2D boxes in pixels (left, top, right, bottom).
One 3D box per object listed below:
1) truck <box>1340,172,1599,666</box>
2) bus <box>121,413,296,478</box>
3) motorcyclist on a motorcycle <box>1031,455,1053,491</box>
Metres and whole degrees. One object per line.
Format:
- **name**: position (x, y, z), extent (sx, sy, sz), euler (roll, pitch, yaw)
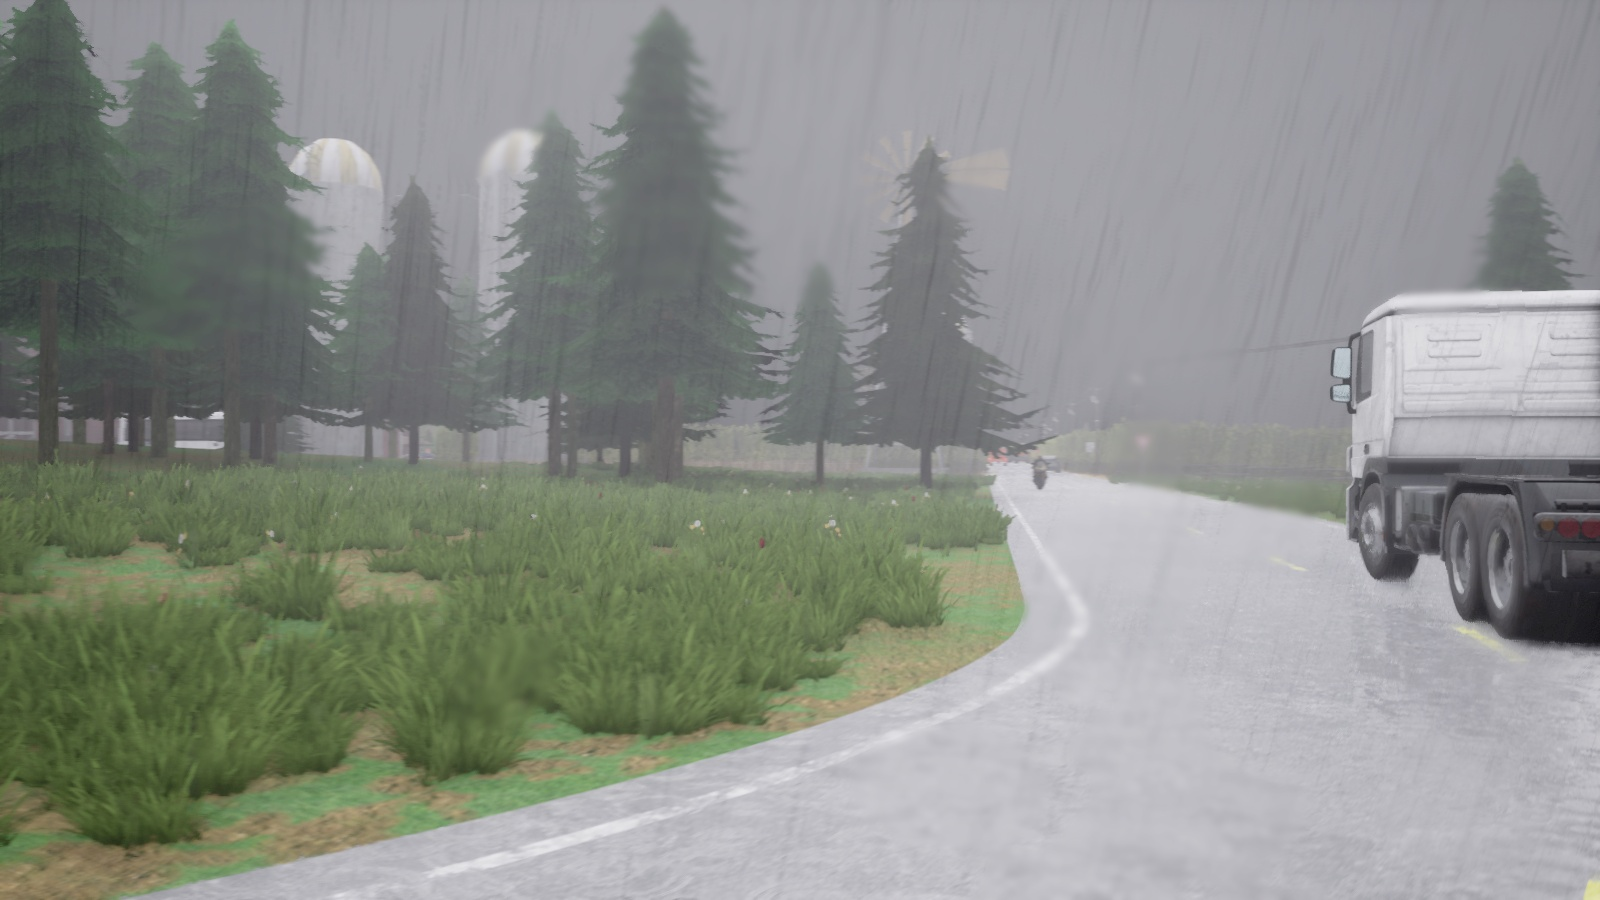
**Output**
- **truck**: position (7.610, -0.210, 12.406), extent (2.891, 3.462, 7.936), euler (0, 0, 14)
- **bus**: position (-40.021, -0.281, 85.153), extent (10.273, 4.253, 3.944), euler (0, 0, 9)
- **motorcyclist on a motorcycle**: position (10.490, 0.973, 54.473), extent (0.866, 1.530, 2.191), euler (0, 0, 8)
